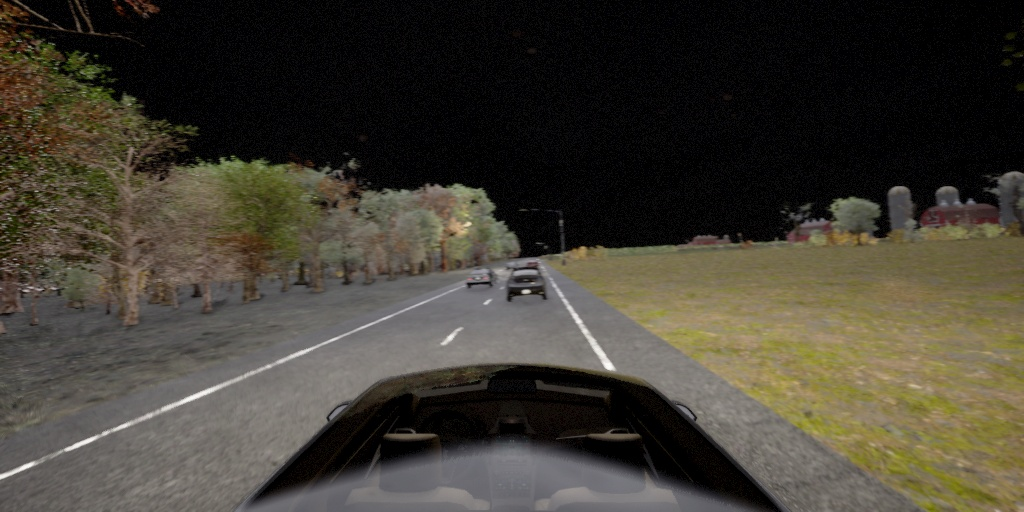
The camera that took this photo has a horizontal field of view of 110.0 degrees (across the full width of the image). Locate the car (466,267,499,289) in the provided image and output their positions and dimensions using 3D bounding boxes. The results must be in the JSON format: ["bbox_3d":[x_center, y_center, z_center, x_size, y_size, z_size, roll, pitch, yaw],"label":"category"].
[{"bbox_3d":[-2.157,1.575,26.807,2.033,1.411,5.357,-4,0,4],"label":"car"}]

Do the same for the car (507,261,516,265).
[{"bbox_3d":[0.062,1.616,60.513,1.994,1.385,4.181,-4,0,4],"label":"car"}]

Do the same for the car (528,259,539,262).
[{"bbox_3d":[3.349,1.298,57.364,1.882,1.535,5.008,-4,0,4],"label":"car"}]

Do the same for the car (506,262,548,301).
[{"bbox_3d":[0.763,1.294,18.017,1.837,1.490,4.892,-4,0,4],"label":"car"}]
